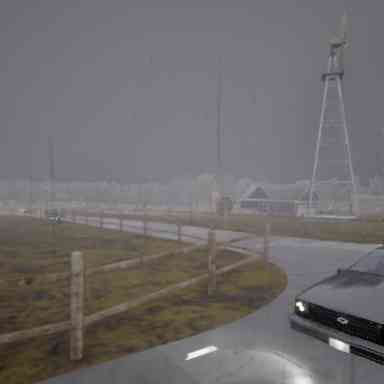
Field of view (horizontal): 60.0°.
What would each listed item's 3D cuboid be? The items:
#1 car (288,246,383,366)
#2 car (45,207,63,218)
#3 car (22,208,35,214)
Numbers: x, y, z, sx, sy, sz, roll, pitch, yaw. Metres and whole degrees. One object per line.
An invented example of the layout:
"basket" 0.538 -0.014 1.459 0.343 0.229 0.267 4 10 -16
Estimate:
"car" 4.080 1.659 5.872 5.357 1.411 2.033 2 -1 -36
"car" -20.260 2.944 48.805 1.837 1.490 4.892 1 -3 -35
"car" -38.237 4.492 78.699 1.812 1.442 4.674 1 -4 -35
